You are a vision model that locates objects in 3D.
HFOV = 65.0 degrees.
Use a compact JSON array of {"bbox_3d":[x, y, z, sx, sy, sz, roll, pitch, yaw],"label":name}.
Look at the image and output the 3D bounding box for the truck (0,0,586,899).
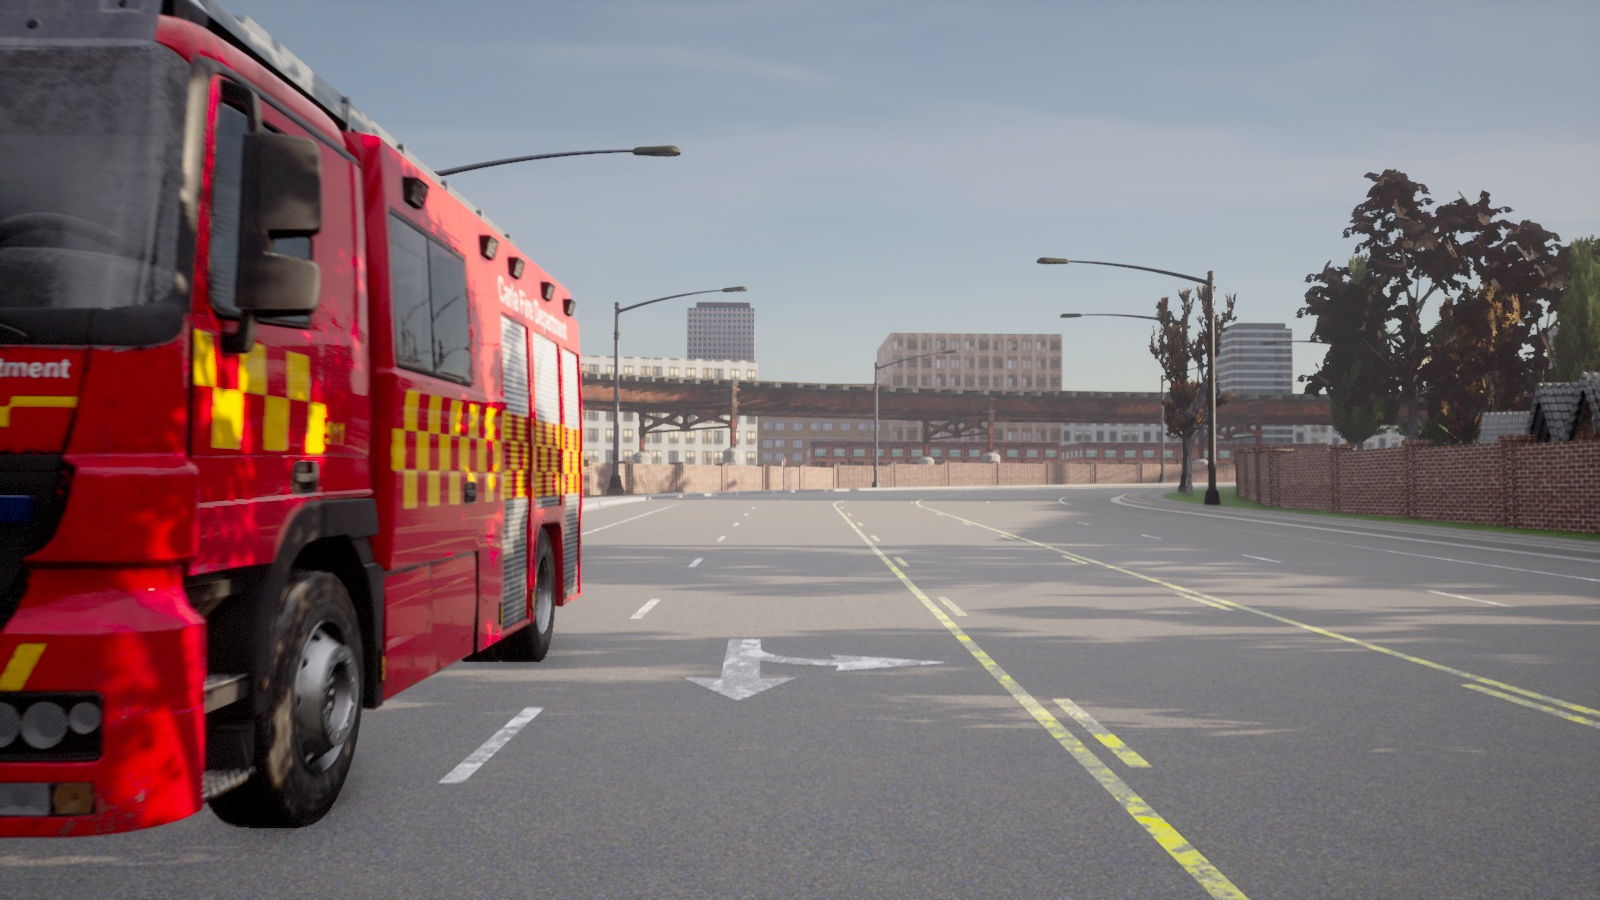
[{"bbox_3d":[-3.523,-0.157,7.997,2.891,3.827,8.468,0,-1,0],"label":"truck"}]
